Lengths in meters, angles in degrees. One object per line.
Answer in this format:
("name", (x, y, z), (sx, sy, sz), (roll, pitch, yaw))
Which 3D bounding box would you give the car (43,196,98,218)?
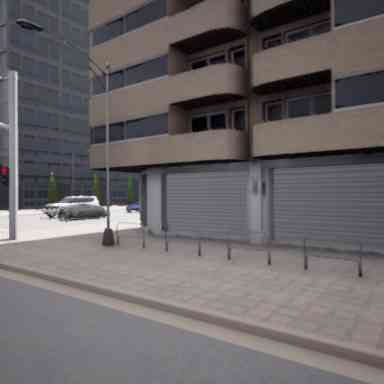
("car", (-11.774, 1.445, 32.903), (2.150, 2.045, 5.566), (-1, 0, 36))

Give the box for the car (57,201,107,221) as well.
("car", (-9.406, 1.759, 29.869), (1.994, 1.385, 4.181), (-1, 0, 36))

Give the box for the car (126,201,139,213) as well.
("car", (-6.011, 1.749, 40.769), (1.812, 1.442, 4.674), (-1, 0, 36))
